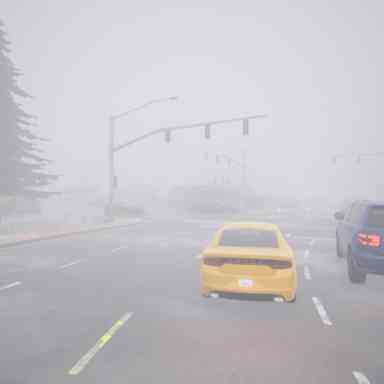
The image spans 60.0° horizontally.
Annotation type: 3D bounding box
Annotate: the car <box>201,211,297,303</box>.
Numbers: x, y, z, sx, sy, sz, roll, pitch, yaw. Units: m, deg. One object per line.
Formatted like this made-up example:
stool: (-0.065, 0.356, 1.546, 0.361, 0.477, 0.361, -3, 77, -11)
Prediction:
car: (1.475, 1.475, 8.368, 1.882, 1.535, 5.008, 0, 0, 12)

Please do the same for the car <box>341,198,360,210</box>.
car: (21.163, 1.514, 44.254, 1.812, 1.442, 4.674, 0, 0, 31)

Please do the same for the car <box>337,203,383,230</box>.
car: (11.883, 1.506, 20.757, 4.902, 1.511, 2.128, 0, 0, 32)

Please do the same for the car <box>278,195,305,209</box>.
car: (13.260, 1.536, 45.125, 2.033, 1.411, 5.357, 0, 0, 31)

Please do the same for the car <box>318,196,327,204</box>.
car: (24.090, 1.475, 62.737, 2.128, 1.511, 4.902, 0, 0, 32)

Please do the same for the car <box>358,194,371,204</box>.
car: (33.960, 1.338, 65.402, 2.097, 1.767, 4.553, 0, 0, 31)

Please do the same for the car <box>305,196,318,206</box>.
car: (18.602, 1.512, 53.868, 1.812, 1.442, 4.674, 0, 0, 32)

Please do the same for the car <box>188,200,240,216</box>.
car: (2.080, 1.516, 32.022, 5.008, 1.535, 1.882, -1, 0, 18)

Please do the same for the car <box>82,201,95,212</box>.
car: (-10.564, 1.647, 38.785, 4.718, 1.301, 1.895, 0, 0, 32)

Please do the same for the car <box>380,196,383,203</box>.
car: (40.376, 1.522, 69.235, 2.033, 1.411, 5.357, 0, 0, 31)

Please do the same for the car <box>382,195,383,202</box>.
car: (45.735, 1.457, 78.024, 1.882, 1.535, 5.008, 0, 0, 31)

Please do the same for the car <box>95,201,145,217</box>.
car: (-6.843, 1.648, 32.362, 4.718, 1.301, 1.895, 0, 0, 32)

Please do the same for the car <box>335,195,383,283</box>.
car: (5.436, 1.219, 9.406, 2.150, 2.045, 5.566, 0, 0, 19)
